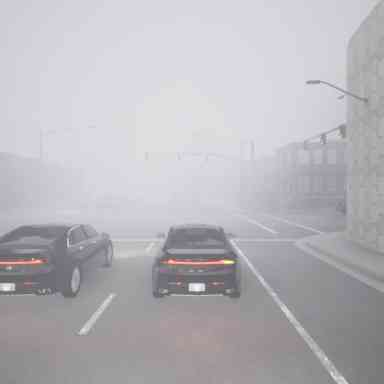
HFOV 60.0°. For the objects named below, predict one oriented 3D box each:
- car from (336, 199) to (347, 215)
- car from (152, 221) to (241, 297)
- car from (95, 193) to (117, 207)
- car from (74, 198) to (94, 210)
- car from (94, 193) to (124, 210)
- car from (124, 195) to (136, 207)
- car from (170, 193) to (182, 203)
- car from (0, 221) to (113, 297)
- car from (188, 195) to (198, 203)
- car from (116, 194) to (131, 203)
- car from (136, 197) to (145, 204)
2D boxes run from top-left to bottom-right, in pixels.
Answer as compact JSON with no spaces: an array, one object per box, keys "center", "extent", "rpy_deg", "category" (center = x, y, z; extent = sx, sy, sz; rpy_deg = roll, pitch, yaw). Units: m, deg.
[{"center":[14.910,0.764,27.576],"extent":[5.566,2.045,2.150],"rpy_deg":[-5,0,0],"category":"car"},{"center":[0.106,1.505,8.537],"extent":[1.837,1.490,4.892],"rpy_deg":[0,0,0],"category":"car"},{"center":[-13.905,1.218,54.047],"extent":[2.150,2.045,5.566],"rpy_deg":[0,0,0],"category":"car"},{"center":[-13.946,1.491,43.758],"extent":[2.128,1.511,4.902],"rpy_deg":[0,0,0],"category":"car"},{"center":[-10.454,1.352,42.258],"extent":[2.097,1.767,4.553],"rpy_deg":[0,0,0],"category":"car"},{"center":[-10.422,1.352,51.111],"extent":[2.097,1.767,4.553],"rpy_deg":[0,0,0],"category":"car"},{"center":[-3.279,1.221,68.315],"extent":[2.150,2.045,5.566],"rpy_deg":[0,0,0],"category":"car"},{"center":[-3.394,1.505,8.553],"extent":[1.837,1.490,4.892],"rpy_deg":[0,0,0],"category":"car"},{"center":[0.221,1.352,68.248],"extent":[2.097,1.767,4.553],"rpy_deg":[0,0,0],"category":"car"},{"center":[-13.786,1.351,67.595],"extent":[2.097,1.767,4.553],"rpy_deg":[0,0,0],"category":"car"},{"center":[-10.331,1.564,64.581],"extent":[1.994,1.385,4.181],"rpy_deg":[0,0,0],"category":"car"}]
